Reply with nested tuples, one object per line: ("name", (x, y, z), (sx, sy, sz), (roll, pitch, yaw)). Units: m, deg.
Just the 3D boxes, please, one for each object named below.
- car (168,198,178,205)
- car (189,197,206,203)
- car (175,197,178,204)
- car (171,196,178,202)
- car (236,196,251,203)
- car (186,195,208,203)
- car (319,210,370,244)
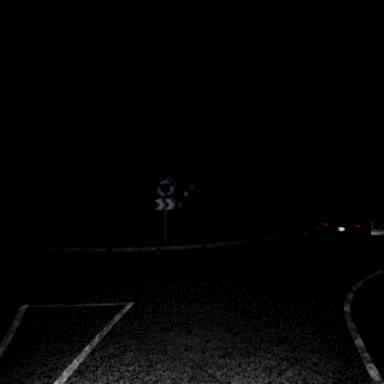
("car", (-4.169, 2.069, 74.387), (2.128, 1.511, 4.902), (0, -1, -2))
("car", (1.518, 2.226, 93.406), (4.674, 1.452, 2.002), (0, -1, -3))
("car", (-3.689, 1.872, 60.110), (1.882, 1.535, 5.008), (0, -1, -1))
("car", (-4.806, 2.041, 93.999), (1.882, 1.535, 5.008), (0, 0, -2))
("car", (14.266, 2.090, 88.399), (4.553, 1.767, 2.185), (0, 0, -3))
("car", (1.620, 1.906, 90.586), (5.566, 2.045, 2.435), (0, -1, -3))
("car", (7.574, 1.597, 16.328), (1.994, 1.385, 4.181), (0, 0, 30))
